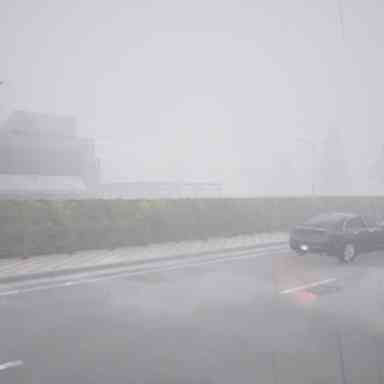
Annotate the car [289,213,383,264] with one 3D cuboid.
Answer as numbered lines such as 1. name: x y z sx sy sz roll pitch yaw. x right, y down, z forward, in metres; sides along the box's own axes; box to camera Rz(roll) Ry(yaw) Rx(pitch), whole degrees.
1. car: 5.585 1.530 12.058 4.892 1.490 1.837 0 0 -35
